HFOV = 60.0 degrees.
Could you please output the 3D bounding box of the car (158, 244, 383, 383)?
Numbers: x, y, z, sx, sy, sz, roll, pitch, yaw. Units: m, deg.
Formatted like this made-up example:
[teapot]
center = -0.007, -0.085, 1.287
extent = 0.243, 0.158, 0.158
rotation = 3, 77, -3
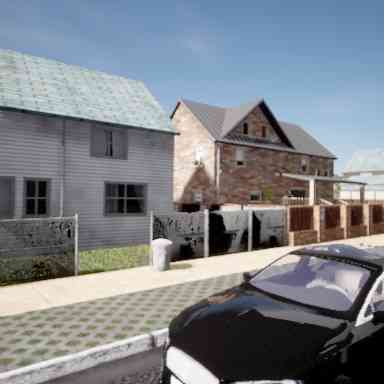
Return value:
[car]
center = 1.911, 1.507, 4.321
extent = 4.902, 1.511, 2.128
rotation = 0, 0, -36
